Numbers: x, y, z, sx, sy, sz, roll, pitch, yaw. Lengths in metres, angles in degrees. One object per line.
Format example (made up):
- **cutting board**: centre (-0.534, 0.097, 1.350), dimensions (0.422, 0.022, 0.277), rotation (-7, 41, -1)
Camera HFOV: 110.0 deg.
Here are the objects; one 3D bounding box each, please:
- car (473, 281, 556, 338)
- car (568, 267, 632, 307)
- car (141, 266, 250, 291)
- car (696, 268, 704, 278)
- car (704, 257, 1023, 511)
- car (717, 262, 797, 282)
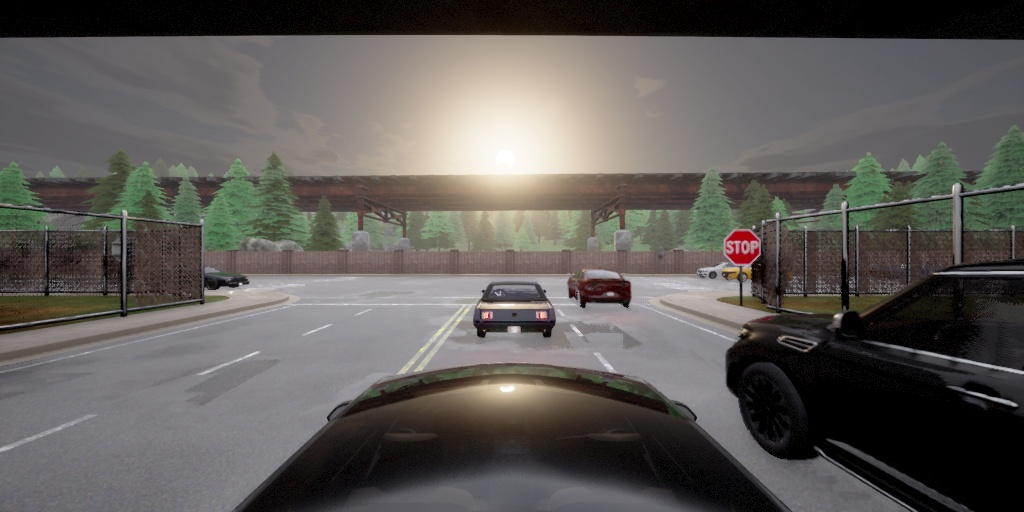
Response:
- **car**: centre (0.058, 1.351, 10.216), dimensions (1.895, 1.301, 4.718), rotation (0, 0, 0)
- **car**: centre (3.584, 1.228, 15.413), dimensions (1.882, 1.535, 5.008), rotation (0, 0, 1)
- **car**: centre (-18.969, 1.297, 21.530), dimensions (5.357, 1.411, 2.033), rotation (0, 0, -1)
- **car**: centre (18.940, 1.276, 31.881), dimensions (4.674, 1.442, 1.812), rotation (0, 0, 0)
- **car**: centre (3.603, 0.968, 1.856), dimensions (2.150, 2.045, 5.566), rotation (0, 0, 0)
- **car**: centre (19.305, 1.228, 28.397), dimensions (5.008, 1.535, 1.882), rotation (0, 0, 0)
